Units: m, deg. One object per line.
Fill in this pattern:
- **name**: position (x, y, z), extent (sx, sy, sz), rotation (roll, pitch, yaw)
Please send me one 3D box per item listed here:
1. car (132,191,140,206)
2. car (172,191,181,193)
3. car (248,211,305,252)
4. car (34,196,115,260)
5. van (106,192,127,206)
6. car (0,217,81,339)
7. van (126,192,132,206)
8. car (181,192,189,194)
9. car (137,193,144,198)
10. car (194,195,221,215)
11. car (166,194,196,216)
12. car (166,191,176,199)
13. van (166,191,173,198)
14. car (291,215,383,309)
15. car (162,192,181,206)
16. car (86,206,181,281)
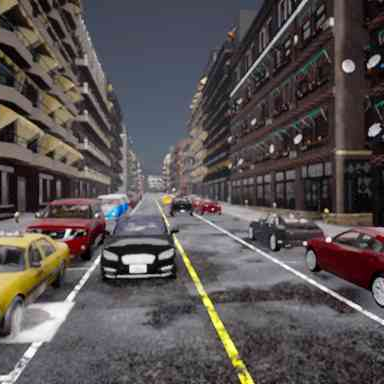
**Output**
- **car**: position (-7.764, 0.976, 39.511), extent (2.192, 1.841, 5.009), rotation (1, 0, -7)
- **car**: position (-1.343, 0.866, 51.400), extent (2.192, 1.841, 5.009), rotation (1, 0, -7)
- **car**: position (3.488, 1.414, 12.990), extent (2.008, 1.369, 4.403), rotation (1, 0, -7)
- **car**: position (-4.333, 1.207, 12.074), extent (2.192, 1.841, 5.009), rotation (1, 0, -7)
- **van**: position (-5.705, 1.134, 23.047), extent (1.690, 1.788, 3.998), rotation (1, 0, -7)
- **car**: position (-3.631, 1.470, 6.418), extent (1.752, 1.417, 4.829), rotation (1, 0, -7)
- **van**: position (-6.392, 1.089, 28.536), extent (1.690, 1.788, 3.998), rotation (1, 0, -7)
- **car**: position (0.068, 1.073, 40.430), extent (1.967, 1.590, 4.097), rotation (1, 0, -7)
- **car**: position (-14.631, 0.907, 94.391), extent (1.802, 1.307, 4.206), rotation (1, 0, -7)
- **car**: position (1.431, 1.264, 29.453), extent (1.887, 1.381, 4.507), rotation (1, 0, -7)
- **car**: position (-1.048, 1.236, 29.071), extent (1.837, 1.490, 4.892), rotation (0, 1, -7)
- **car**: position (-5.461, 0.664, 84.332), extent (2.192, 1.841, 5.009), rotation (1, 0, -7)
- **van**: position (-6.148, 0.663, 89.821), extent (1.690, 1.788, 3.998), rotation (1, 0, -7)
- **car**: position (4.175, 1.460, 7.501), extent (1.887, 1.381, 4.507), rotation (1, 0, -7)
- **car**: position (-3.015, 1.083, 44.856), extent (1.882, 1.535, 5.008), rotation (0, 1, -7)
- **car**: position (-1.475, 1.398, 9.744), extent (2.128, 1.511, 4.902), rotation (0, 1, -7)
